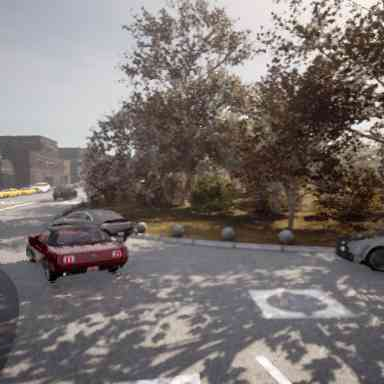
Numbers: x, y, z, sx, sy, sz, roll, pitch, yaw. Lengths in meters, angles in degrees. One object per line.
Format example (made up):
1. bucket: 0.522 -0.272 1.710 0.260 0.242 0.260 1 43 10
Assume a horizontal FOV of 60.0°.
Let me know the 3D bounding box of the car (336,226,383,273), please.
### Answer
1. car: 6.608 1.546 9.970 4.181 1.385 1.994 0 0 8

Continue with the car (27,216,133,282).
1. car: -3.711 1.653 10.115 1.895 1.301 4.718 0 0 -34

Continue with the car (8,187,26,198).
1. car: -30.922 0.142 56.289 1.946 1.575 5.366 0 3 0

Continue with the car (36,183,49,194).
1. car: -30.852 -0.761 67.590 2.435 2.045 5.566 0 3 0

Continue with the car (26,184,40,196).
1. car: -30.888 -0.177 61.805 1.946 1.575 5.366 0 3 0

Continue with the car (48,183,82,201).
1. car: -19.137 0.181 50.486 2.150 2.045 5.566 -1 4 0

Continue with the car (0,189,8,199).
1. car: -30.966 0.464 50.776 1.946 1.575 5.366 0 3 1

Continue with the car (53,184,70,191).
1. car: -30.788 -1.119 78.633 2.163 1.488 4.792 0 3 0

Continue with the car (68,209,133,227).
1. car: -4.809 1.565 15.577 4.902 1.511 2.128 -1 0 41

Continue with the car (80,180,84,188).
1. car: -30.716 -1.788 89.701 2.231 1.521 4.892 0 3 0
